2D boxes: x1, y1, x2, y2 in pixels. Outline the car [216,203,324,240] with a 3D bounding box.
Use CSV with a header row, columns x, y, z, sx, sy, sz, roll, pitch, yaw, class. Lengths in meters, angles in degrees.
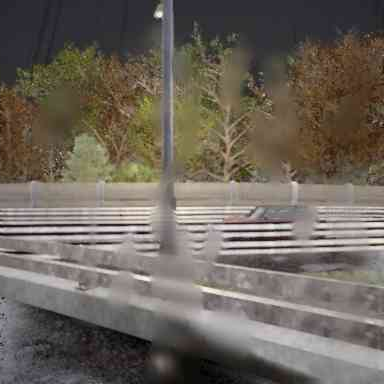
x,y,z,sx,sy,sz,roll,pitch,yaw,class
3.356,1.368,14.818,4.553,1.767,2.097,0,0,-8,car
